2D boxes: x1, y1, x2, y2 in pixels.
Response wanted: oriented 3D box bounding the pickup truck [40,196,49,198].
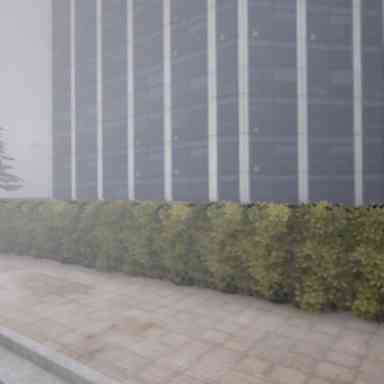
[{"bbox_3d":[-28.539,1.786,68.189,6.274,2.098,2.390,0,0,-23],"label":"pickup truck"}]
